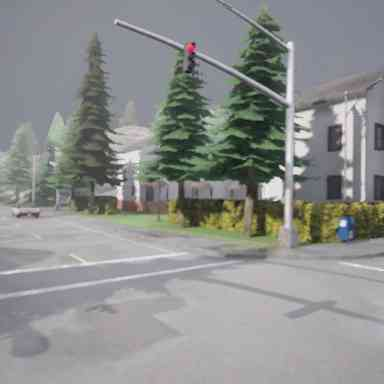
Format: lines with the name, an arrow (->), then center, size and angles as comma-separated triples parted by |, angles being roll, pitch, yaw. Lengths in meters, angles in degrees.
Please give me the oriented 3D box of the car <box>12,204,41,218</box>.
car -> -15.774, 1.742, 31.573 | 1.895, 1.301, 4.718 | 1, -1, -34
